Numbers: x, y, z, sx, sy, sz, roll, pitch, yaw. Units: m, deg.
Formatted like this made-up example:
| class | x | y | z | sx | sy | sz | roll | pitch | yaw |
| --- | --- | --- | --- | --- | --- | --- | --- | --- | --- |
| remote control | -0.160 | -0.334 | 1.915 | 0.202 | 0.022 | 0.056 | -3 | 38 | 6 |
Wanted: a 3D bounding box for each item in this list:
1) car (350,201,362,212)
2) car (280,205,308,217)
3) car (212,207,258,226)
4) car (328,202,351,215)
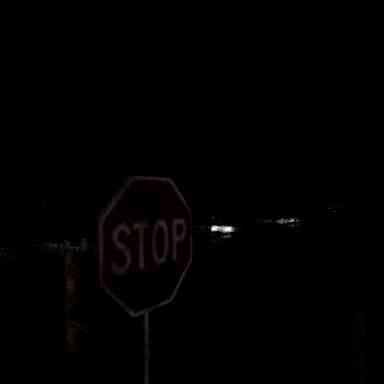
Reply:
| class | x | y | z | sx | sy | sz | roll | pitch | yaw |
| --- | --- | --- | --- | --- | --- | --- | --- | --- | --- |
| car | 25.336 | 2.288 | 52.468 | 2.097 | 1.767 | 4.553 | -1 | -1 | 38 |
| car | 12.055 | 2.250 | 39.221 | 1.895 | 1.301 | 4.718 | -1 | -1 | 36 |
| car | 3.692 | 1.964 | 27.793 | 2.033 | 1.411 | 5.357 | 0 | -1 | 36 |
| car | 19.565 | 2.299 | 44.557 | 1.812 | 1.442 | 4.674 | 0 | -1 | 36 |
